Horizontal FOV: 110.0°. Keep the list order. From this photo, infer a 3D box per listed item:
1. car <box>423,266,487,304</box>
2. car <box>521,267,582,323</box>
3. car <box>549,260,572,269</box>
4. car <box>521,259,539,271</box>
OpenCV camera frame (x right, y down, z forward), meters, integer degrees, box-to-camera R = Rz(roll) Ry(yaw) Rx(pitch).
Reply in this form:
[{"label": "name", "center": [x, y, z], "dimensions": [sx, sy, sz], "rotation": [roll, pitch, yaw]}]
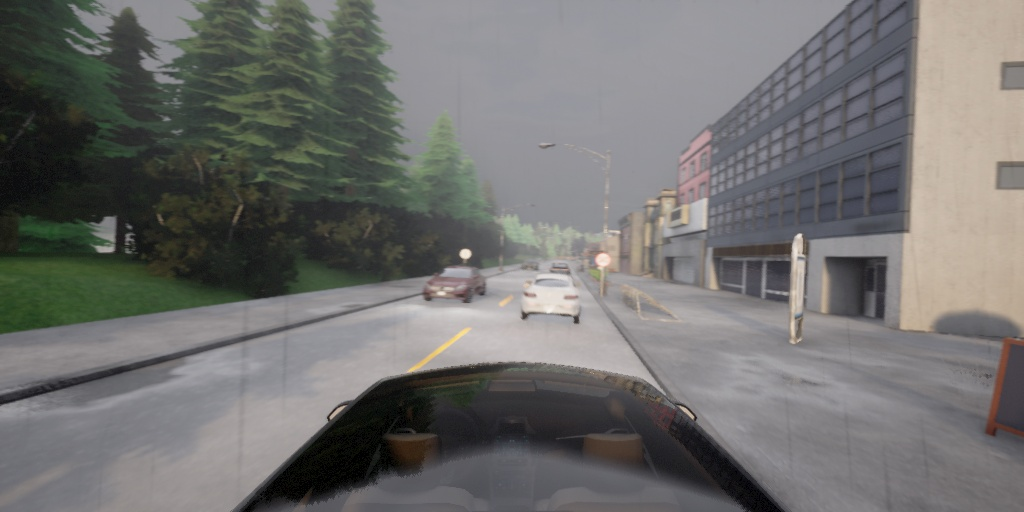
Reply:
[{"label": "car", "center": [-2.313, 1.159, 15.764], "dimensions": [1.812, 1.442, 4.674], "rotation": [2, 0, 8]}, {"label": "car", "center": [1.415, 1.320, 12.489], "dimensions": [1.812, 1.442, 4.674], "rotation": [2, 0, 9]}, {"label": "car", "center": [4.406, 1.385, 32.916], "dimensions": [2.128, 1.511, 4.902], "rotation": [2, 0, 8]}, {"label": "car", "center": [2.560, 1.148, 49.305], "dimensions": [2.097, 1.767, 4.553], "rotation": [2, 0, 8]}]
